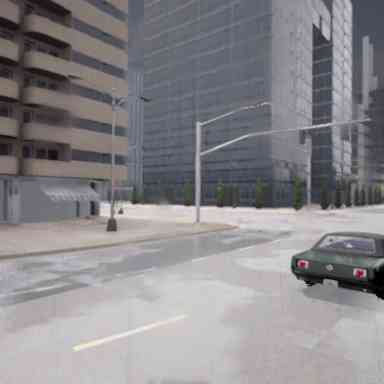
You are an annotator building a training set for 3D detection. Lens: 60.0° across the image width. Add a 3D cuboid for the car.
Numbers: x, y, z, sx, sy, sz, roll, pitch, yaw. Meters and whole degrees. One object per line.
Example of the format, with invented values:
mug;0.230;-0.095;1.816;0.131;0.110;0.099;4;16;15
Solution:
car;4.520;1.715;8.834;1.895;1.301;4.718;0;-1;43
